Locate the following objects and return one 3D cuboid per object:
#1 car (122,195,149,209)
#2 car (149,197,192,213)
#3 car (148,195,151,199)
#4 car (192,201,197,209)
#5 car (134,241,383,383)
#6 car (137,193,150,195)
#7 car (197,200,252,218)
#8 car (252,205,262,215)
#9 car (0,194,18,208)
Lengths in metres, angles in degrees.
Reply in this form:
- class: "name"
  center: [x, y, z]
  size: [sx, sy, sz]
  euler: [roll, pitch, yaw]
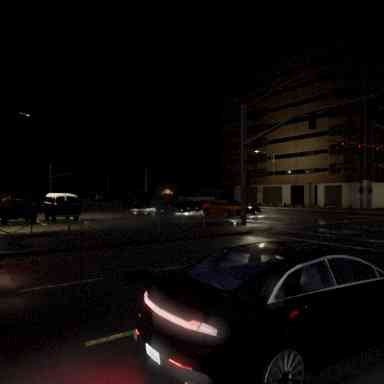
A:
- class: "car"
  center: [-8.454, 1.533, 47.659]
  size: [1.882, 1.535, 5.008]
  euler: [0, 0, -34]
- class: "car"
  center: [-2.603, 1.603, 39.067]
  size: [2.033, 1.411, 5.357]
  euler: [0, 0, -34]
- class: "car"
  center: [-6.240, 1.560, 50.632]
  size: [1.837, 1.490, 4.892]
  euler: [0, 0, -34]
- class: "car"
  center: [-0.675, 1.656, 42.454]
  size: [1.895, 1.301, 4.718]
  euler: [0, 0, -34]
- class: "car"
  center: [1.594, 1.492, 4.879]
  size: [4.902, 1.511, 2.128]
  euler: [0, 0, -34]
- class: "car"
  center: [-10.431, 1.277, 69.498]
  size: [2.150, 2.045, 5.566]
  euler: [0, 0, -34]
- class: "car"
  center: [2.932, 1.533, 30.957]
  size: [1.882, 1.535, 5.008]
  euler: [0, 0, -34]
- class: "car"
  center: [4.727, 1.603, 34.535]
  size: [2.033, 1.411, 5.357]
  euler: [0, 0, -34]
- class: "car"
  center: [-31.421, 1.209, 56.553]
  size: [1.932, 1.855, 4.605]
  euler: [0, 0, -34]
